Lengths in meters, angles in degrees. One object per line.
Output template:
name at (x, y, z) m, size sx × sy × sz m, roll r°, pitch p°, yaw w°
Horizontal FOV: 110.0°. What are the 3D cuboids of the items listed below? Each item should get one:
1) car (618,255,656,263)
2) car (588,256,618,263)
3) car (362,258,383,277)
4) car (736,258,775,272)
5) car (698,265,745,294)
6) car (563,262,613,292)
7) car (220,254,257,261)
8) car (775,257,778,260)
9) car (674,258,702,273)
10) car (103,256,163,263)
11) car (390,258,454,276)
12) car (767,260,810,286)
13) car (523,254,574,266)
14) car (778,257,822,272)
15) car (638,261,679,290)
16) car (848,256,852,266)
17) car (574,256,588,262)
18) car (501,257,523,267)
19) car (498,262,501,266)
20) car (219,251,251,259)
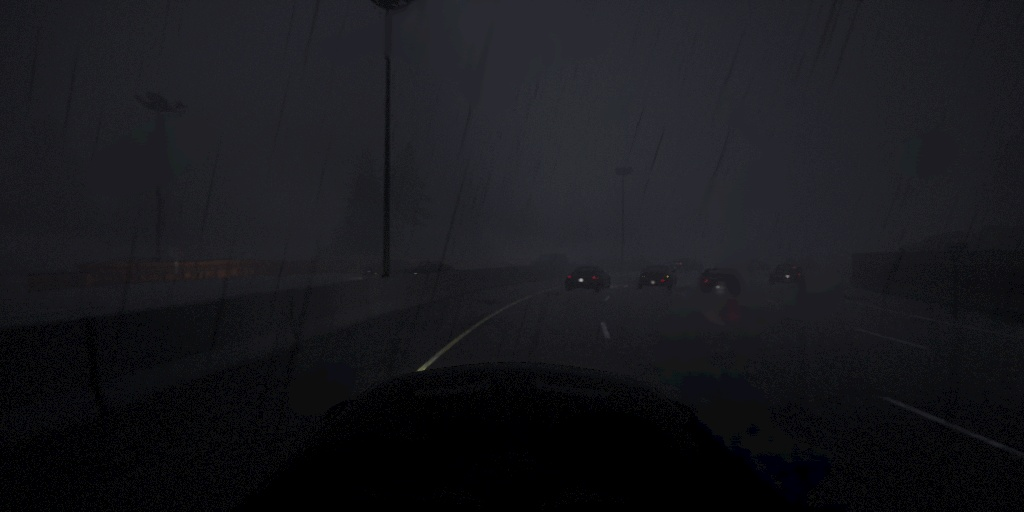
car at (17.918, 0.922, 51.311) m, size 4.674 × 1.442 × 1.812 m, roll 0°, pitch 1°, yaw -31°
car at (15.328, 0.803, 58.070) m, size 5.008 × 1.535 × 1.882 m, roll 0°, pitch 1°, yaw -29°
car at (-10.568, 1.041, 30.539) m, size 1.994 × 1.385 × 4.181 m, roll 1°, pitch 0°, yaw 27°
car at (27.109, 1.078, 40.395) m, size 4.181 × 1.385 × 1.994 m, roll 0°, pitch 0°, yaw -29°
car at (12.095, 1.378, 20.864) m, size 1.895 × 1.301 × 4.718 m, roll 1°, pitch 1°, yaw 29°
car at (4.505, 1.264, 20.955) m, size 1.994 × 1.385 × 4.181 m, roll 1°, pitch 0°, yaw 24°
car at (-34.049, 0.745, 45.091) m, size 1.895 × 1.301 × 4.718 m, roll 1°, pitch 0°, yaw -15°
car at (37.183, 0.845, 49.372) m, size 4.674 × 1.442 × 1.812 m, roll -1°, pitch 1°, yaw -25°
car at (19.141, 1.013, 39.347) m, size 4.902 × 1.511 × 2.128 m, roll 0°, pitch 1°, yaw -38°
car at (-28.807, 0.796, 27.607) m, size 1.837 × 1.490 × 4.892 m, roll 1°, pitch 0°, yaw -17°
car at (-5.752, 1.058, 24.060) m, size 2.128 × 1.511 × 4.902 m, roll 1°, pitch 0°, yaw 24°
car at (19.692, 1.282, 25.501) m, size 1.994 × 1.385 × 4.181 m, roll 2°, pitch 3°, yaw 39°
car at (4.136, 0.741, 39.793) m, size 2.150 × 2.045 × 5.566 m, roll 0°, pitch 0°, yaw 42°
car at (31.318, 1.027, 38.660) m, size 4.892 × 1.490 × 1.837 m, roll 0°, pitch -1°, yaw -27°
car at (9.086, 1.258, 22.314) m, size 1.812 × 1.442 × 4.674 m, roll 1°, pitch 1°, yaw 29°
car at (38.336, 1.040, 38.175) m, size 4.181 × 1.385 × 1.994 m, roll -1°, pitch 1°, yaw -26°
car at (11.998, 0.799, 60.215) m, size 4.892 × 1.490 × 1.837 m, roll -3°, pitch 2°, yaw -31°
car at (1.330, 0.900, 47.209) m, size 5.008 × 1.535 × 1.882 m, roll 0°, pitch 1°, yaw -45°
car at (0.581, 0.921, 51.376) m, size 5.357 × 1.411 × 2.033 m, roll 0°, pitch 1°, yaw -43°
car at (-38.986, 0.281, 50.705) m, size 2.150 × 2.045 × 5.566 m, roll 1°, pitch 0°, yaw -13°
